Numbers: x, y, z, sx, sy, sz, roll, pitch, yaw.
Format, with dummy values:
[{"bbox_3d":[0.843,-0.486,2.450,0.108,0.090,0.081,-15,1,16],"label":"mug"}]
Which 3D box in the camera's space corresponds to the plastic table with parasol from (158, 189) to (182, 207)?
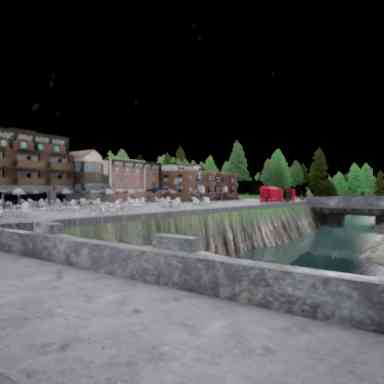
[{"bbox_3d":[-3.192,0.861,48.277,2.482,2.480,2.482,0,0,36],"label":"plastic table with parasol"}]
